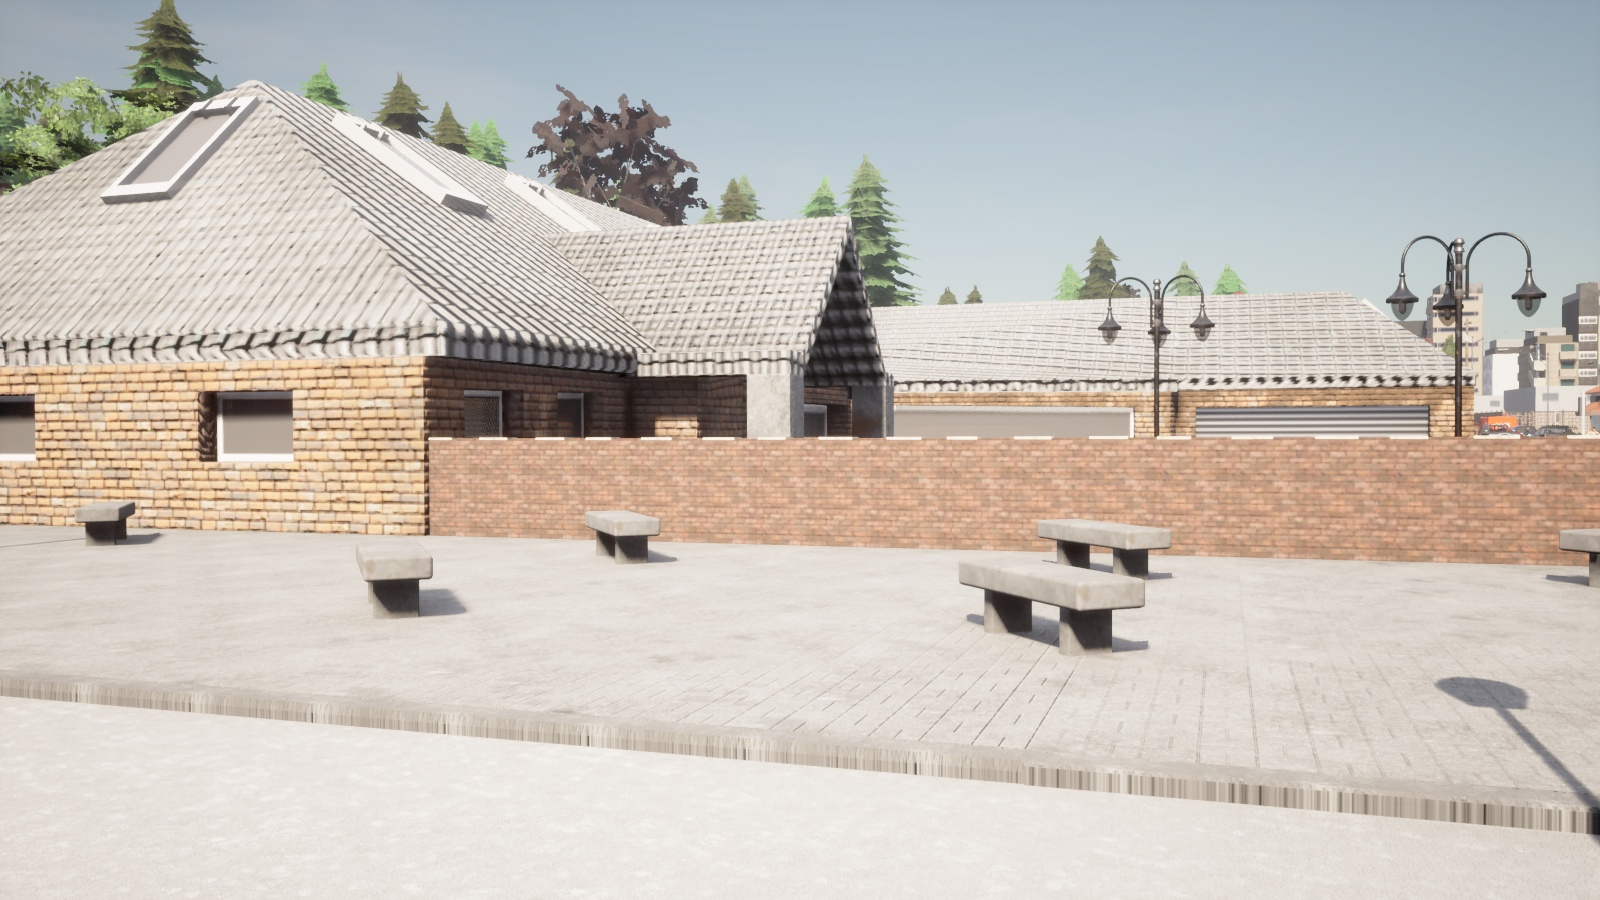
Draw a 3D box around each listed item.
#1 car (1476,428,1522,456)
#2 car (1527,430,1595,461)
[{"bbox_3d":[47.662,-0.550,85.747,1.932,1.855,4.605,1,1,18],"label":"car"},{"bbox_3d":[42.318,-0.290,69.938,2.242,1.667,4.611,1,1,19],"label":"car"}]
